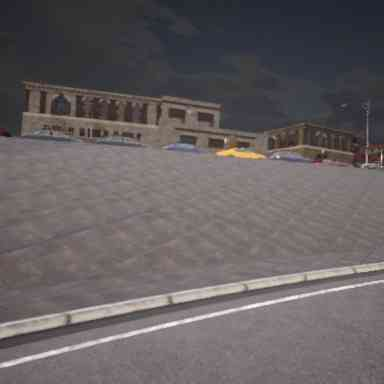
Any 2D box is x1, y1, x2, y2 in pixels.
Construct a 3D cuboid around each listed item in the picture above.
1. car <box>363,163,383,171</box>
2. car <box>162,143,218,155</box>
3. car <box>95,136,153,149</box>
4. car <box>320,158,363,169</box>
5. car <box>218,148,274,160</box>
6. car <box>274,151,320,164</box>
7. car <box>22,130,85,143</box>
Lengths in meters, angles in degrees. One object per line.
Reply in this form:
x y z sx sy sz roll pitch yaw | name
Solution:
20.480 -2.458 37.646 4.674 1.452 2.002 3 -2 -22 | car
-0.479 -3.590 30.071 4.674 1.452 2.002 3 -2 -17 | car
-5.783 -3.902 28.474 4.892 1.521 2.231 3 -2 -16 | car
15.357 -2.751 35.611 4.792 1.488 2.163 3 -2 -21 | car
4.793 -3.352 31.785 5.008 1.535 2.097 3 -2 -18 | car
10.008 -3.197 33.605 4.553 1.767 2.185 3 -2 -19 | car
-11.092 -4.152 26.982 4.892 1.521 2.231 3 -2 -16 | car
